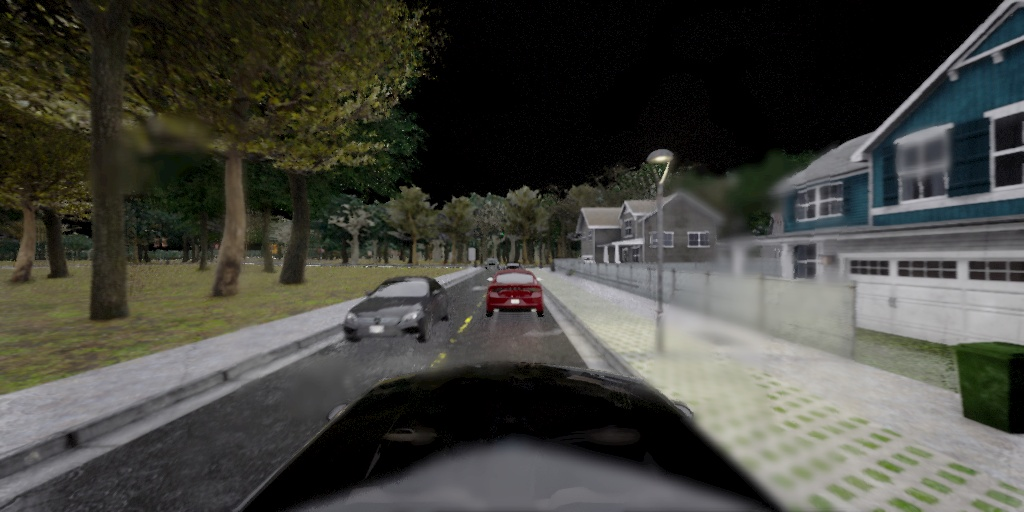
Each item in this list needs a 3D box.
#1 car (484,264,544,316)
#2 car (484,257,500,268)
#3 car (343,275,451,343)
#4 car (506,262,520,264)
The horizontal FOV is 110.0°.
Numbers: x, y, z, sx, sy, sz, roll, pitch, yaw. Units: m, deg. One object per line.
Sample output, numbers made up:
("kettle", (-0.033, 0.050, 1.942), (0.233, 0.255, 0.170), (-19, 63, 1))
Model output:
("car", (0.099, 1.246, 13.478), (1.882, 1.535, 5.008), (0, 0, 0))
("car", (-2.753, 0.928, 51.213), (2.097, 1.767, 4.553), (0, 0, 0))
("car", (-2.851, 1.288, 9.887), (1.812, 1.442, 4.674), (0, 0, 0))
("car", (0.098, 1.316, 33.849), (1.837, 1.490, 4.892), (0, 0, 0))
